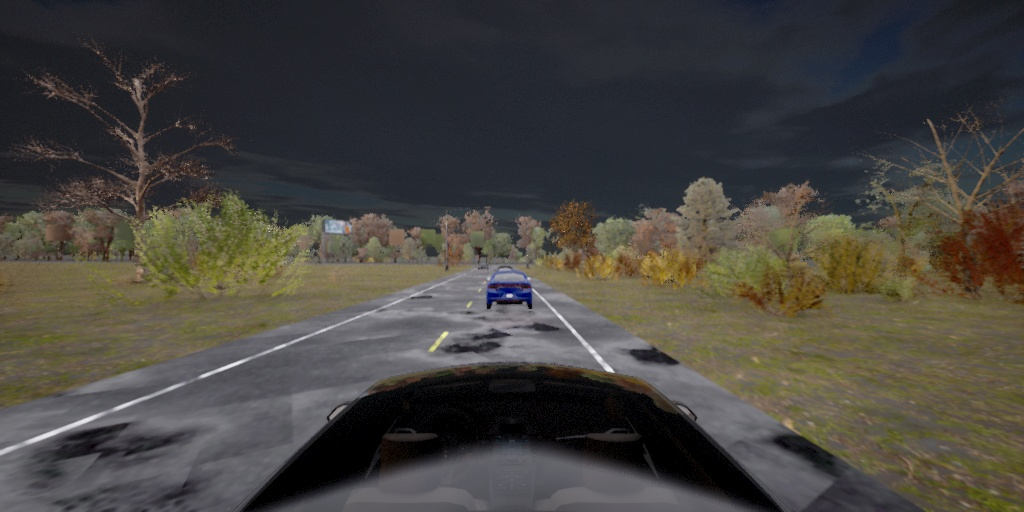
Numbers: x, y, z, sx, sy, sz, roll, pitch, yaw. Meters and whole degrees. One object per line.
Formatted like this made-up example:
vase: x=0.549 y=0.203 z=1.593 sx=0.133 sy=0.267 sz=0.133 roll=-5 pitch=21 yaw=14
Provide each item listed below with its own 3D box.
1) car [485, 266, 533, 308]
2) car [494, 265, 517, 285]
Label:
car: x=-0.130 y=1.384 z=16.150 sx=1.882 sy=1.535 sz=5.008 roll=0 pitch=0 yaw=-1
car: x=-0.571 y=1.581 z=30.800 sx=1.812 sy=1.442 sz=4.674 roll=0 pitch=0 yaw=-1
